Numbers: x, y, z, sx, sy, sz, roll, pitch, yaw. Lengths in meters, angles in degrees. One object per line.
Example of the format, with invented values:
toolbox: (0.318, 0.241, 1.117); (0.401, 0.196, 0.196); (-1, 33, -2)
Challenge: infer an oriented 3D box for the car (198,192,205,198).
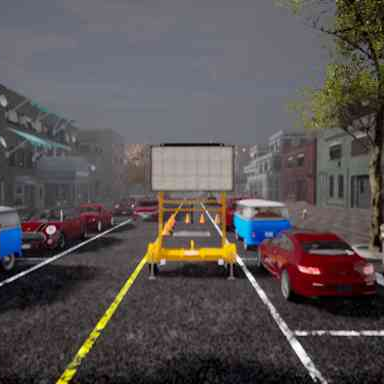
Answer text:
car: (2.624, 0.787, 91.286); (1.752, 1.417, 4.829); (-1, 0, 0)

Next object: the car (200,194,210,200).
car: (2.640, 1.026, 68.924); (1.802, 1.307, 4.206); (-1, 0, 0)

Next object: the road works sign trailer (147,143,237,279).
road works sign trailer: (0.006, 0.385, 9.712); (2.380, 3.560, 2.880); (0, 0, 0)

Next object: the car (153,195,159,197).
car: (-5.724, 1.205, 46.723); (1.802, 1.307, 4.206); (-1, 0, 0)

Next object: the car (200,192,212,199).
car: (2.653, 1.102, 52.448); (1.752, 1.417, 4.829); (-1, 0, 0)

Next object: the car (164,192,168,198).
car: (-5.732, 1.115, 57.820); (1.802, 1.307, 4.206); (-1, 0, 0)

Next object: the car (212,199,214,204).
car: (2.672, 1.384, 24.538); (1.802, 1.307, 4.206); (-1, 0, 0)

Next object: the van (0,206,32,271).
van: (-5.699, 1.277, 7.884); (1.690, 1.788, 3.998); (-1, 0, 0)

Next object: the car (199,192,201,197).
car: (2.646, 0.849, 57.826); (2.192, 1.841, 5.009); (-1, 0, 0)

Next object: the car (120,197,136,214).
car: (-5.714, 1.197, 30.077); (1.967, 1.590, 4.097); (-1, 0, 0)

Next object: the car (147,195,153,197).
car: (-5.717, 1.257, 35.627); (1.887, 1.381, 4.507); (-1, 0, 0)

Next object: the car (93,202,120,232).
car: (-5.705, 1.391, 18.982); (1.887, 1.381, 4.507); (-1, 0, 0)

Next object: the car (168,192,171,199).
car: (-5.747, 0.713, 74.461); (2.192, 1.841, 5.009); (-1, 0, 0)

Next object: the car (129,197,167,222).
car: (-3.115, 1.330, 24.258); (1.812, 1.442, 4.674); (0, 0, 0)

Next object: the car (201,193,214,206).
car: (2.656, 1.189, 46.731); (1.947, 1.339, 4.313); (-1, 0, 0)

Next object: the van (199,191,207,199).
van: (2.630, 0.694, 80.018); (1.690, 1.788, 3.998); (-1, 0, 0)

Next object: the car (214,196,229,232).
car: (2.674, 1.162, 18.988); (2.192, 1.841, 5.009); (-1, 0, 0)

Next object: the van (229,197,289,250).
van: (2.677, 1.232, 13.440); (1.690, 1.788, 3.998); (-1, 0, 0)

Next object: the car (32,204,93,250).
car: (-5.702, 1.331, 13.433); (1.967, 1.590, 4.097); (-1, 0, 0)

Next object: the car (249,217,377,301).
car: (2.684, 1.518, 7.894); (1.802, 1.307, 4.206); (-1, 0, 0)

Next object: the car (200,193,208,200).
car: (2.636, 0.922, 74.641); (1.752, 1.417, 4.829); (-1, 0, 0)

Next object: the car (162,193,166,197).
car: (-5.729, 1.129, 52.271); (2.008, 1.369, 4.403); (-1, 0, 0)
